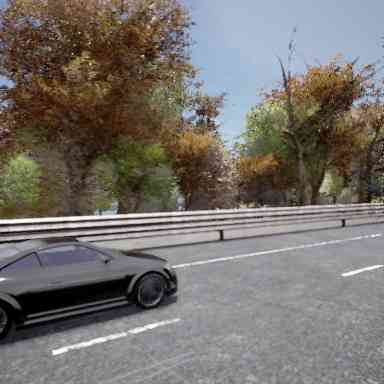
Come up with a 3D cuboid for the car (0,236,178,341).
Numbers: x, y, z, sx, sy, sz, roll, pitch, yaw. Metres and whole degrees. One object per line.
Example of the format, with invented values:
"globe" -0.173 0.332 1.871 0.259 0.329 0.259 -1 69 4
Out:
"car" -2.353 1.558 6.359 4.181 1.385 1.994 0 0 -35
